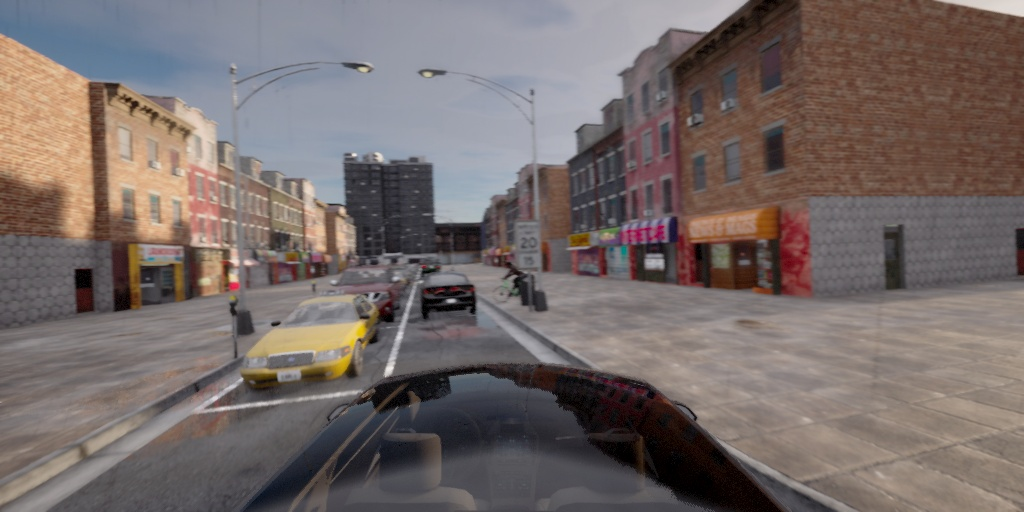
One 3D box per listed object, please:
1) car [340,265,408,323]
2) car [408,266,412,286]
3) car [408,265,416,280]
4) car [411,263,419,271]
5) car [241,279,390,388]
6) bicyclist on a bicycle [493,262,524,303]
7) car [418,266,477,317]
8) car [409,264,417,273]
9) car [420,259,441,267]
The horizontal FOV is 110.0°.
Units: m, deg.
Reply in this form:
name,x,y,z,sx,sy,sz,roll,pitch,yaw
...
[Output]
name,x,y,z,sx,sy,sz,roll,pitch,yaw
car,-5.121,1.277,12.977,2.192,1.841,5.009,0,0,-14
car,-7.689,1.595,23.399,1.751,1.417,4.829,0,0,-14
car,-9.034,1.689,28.857,1.948,1.339,4.313,0,0,-14
car,-11.642,1.783,39.444,2.007,1.370,4.403,0,0,-14
car,-3.776,1.435,7.518,1.751,1.417,4.829,0,0,-14
bicyclist on a bicycle,0.037,1.043,14.335,1.656,1.620,0.582,-1,0,-14
car,-2.580,1.332,14.026,1.882,1.535,5.008,-2,0,-14
car,-10.338,1.744,34.151,1.948,1.339,4.313,0,0,-14
car,-9.471,1.360,41.895,2.150,2.045,5.566,-2,0,-14
